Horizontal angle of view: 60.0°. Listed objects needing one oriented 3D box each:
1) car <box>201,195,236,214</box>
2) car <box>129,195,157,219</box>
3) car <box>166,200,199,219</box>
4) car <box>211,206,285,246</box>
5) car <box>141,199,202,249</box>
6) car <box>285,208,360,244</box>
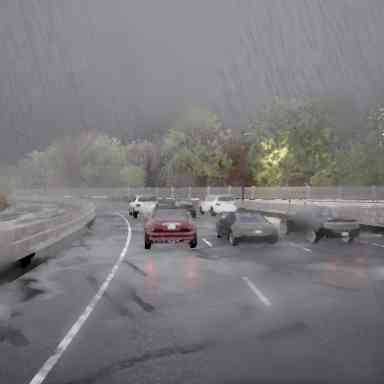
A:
[{"bbox_3d":[2.375,1.256,31.740,2.150,2.045,5.566,0,0,-16],"label":"car"},{"bbox_3d":[-4.341,1.256,29.765,2.150,2.045,5.566,0,0,-16],"label":"car"},{"bbox_3d":[-0.974,1.515,30.724,1.837,1.490,4.892,0,0,-16],"label":"car"},{"bbox_3d":[2.376,1.571,15.347,1.994,1.385,4.181,0,0,-8],"label":"car"},{"bbox_3d":[-1.084,1.364,14.819,2.097,1.767,4.553,0,0,-8],"label":"car"},{"bbox_3d":[5.840,1.493,15.846,2.128,1.511,4.902,0,0,-8],"label":"car"}]
